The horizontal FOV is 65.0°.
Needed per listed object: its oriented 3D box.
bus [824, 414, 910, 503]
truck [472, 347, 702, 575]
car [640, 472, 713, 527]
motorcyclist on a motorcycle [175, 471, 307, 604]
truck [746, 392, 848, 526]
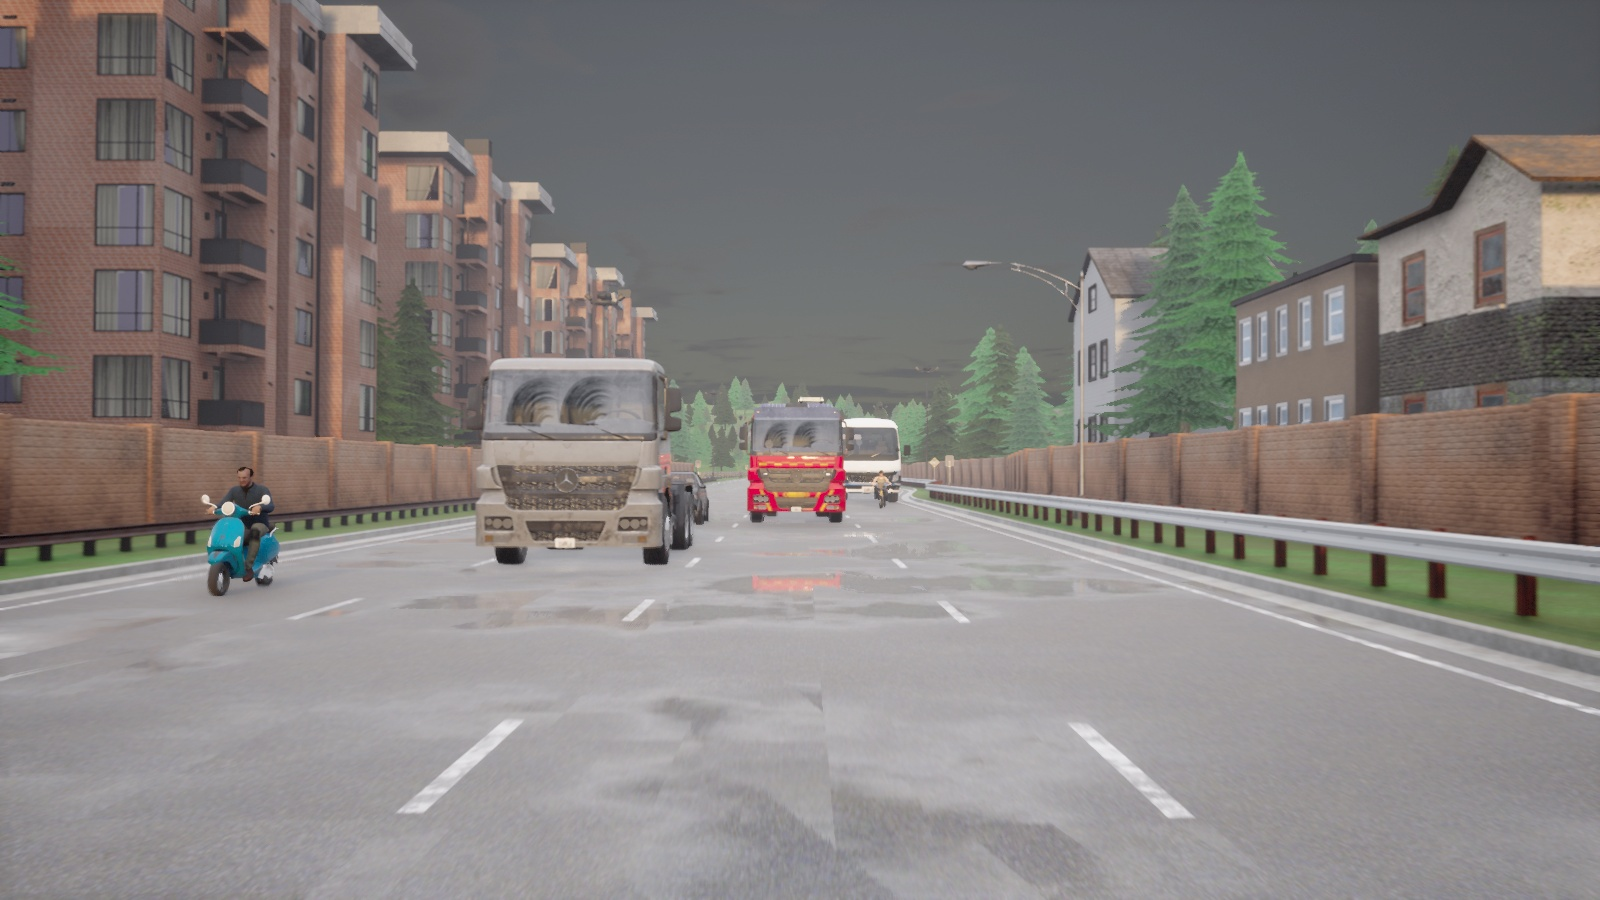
[{"bbox_3d":[3.335,0.526,65.840,3.944,4.253,10.273,0,-1,0],"label":"bus"},{"bbox_3d":[-3.560,0.233,23.107,2.891,3.462,7.936,0,-1,0],"label":"truck"},{"bbox_3d":[-3.590,1.427,36.963,1.789,1.549,3.705,0,-1,0],"label":"car"},{"bbox_3d":[-7.039,1.062,15.918,0.866,1.590,1.817,0,-1,0],"label":"motorcyclist on a motorcycle"},{"bbox_3d":[-0.104,0.322,40.157,2.891,3.827,8.468,0,-1,0],"label":"truck"}]
